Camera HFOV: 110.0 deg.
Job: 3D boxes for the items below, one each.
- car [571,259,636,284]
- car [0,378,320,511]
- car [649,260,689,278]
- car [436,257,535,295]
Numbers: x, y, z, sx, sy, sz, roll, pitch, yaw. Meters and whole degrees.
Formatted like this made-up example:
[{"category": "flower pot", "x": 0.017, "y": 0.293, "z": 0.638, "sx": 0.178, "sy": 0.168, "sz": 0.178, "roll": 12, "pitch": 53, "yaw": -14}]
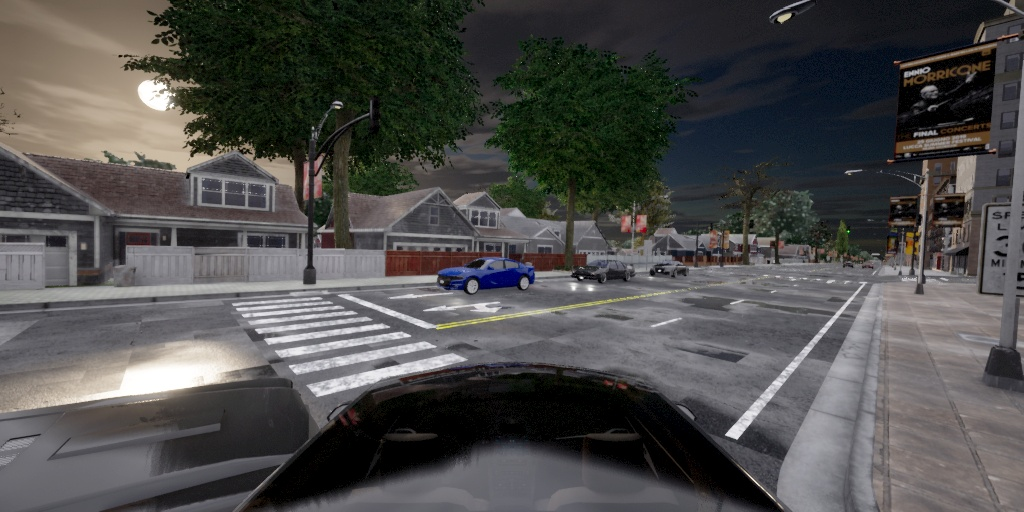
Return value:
[{"category": "car", "x": 6.114, "y": 0.939, "z": 23.399, "sx": 5.357, "sy": 1.411, "sz": 2.033, "roll": 1, "pitch": 2, "yaw": -44}, {"category": "car", "x": -3.314, "y": 1.284, "z": 1.322, "sx": 4.718, "sy": 1.301, "sz": 1.895, "roll": 1, "pitch": 2, "yaw": -34}, {"category": "car", "x": 13.332, "y": 1.024, "z": 30.299, "sx": 4.181, "sy": 1.385, "sz": 1.994, "roll": 1, "pitch": 2, "yaw": -44}, {"category": "car", "x": -1.073, "y": 0.805, "z": 16.501, "sx": 5.008, "sy": 1.535, "sz": 1.882, "roll": 0, "pitch": 2, "yaw": -44}]
